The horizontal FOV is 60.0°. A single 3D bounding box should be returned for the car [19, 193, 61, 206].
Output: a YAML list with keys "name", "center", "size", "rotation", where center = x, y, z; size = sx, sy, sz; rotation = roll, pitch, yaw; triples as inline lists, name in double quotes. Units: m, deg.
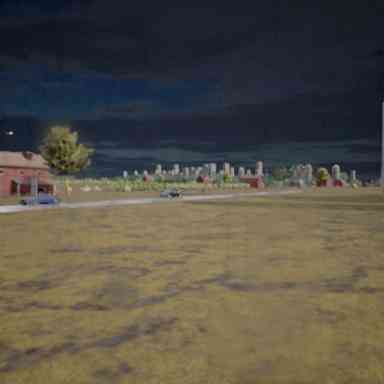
- name: "car"
  center: [-16.681, 0.809, 36.600]
  size: [1.994, 1.385, 4.181]
  rotation: [2, 2, 36]

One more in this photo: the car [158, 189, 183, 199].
- name: "car"
  center: [-3.448, 0.290, 54.846]
  size: [1.837, 1.490, 4.892]
  rotation: [2, 2, 36]
